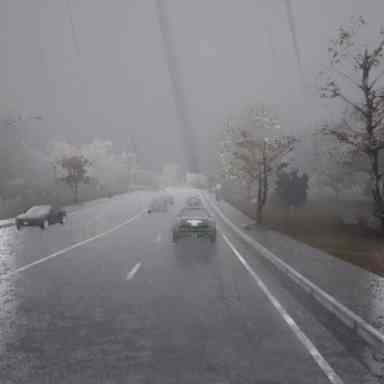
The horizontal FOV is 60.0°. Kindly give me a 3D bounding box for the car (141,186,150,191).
[{"bbox_3d":[-10.424,-0.548,74.341,1.812,1.442,4.674,0,2,0],"label":"car"}]

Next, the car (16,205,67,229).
[{"bbox_3d":[-10.568,1.696,23.670,1.882,1.535,5.008,0,0,0],"label":"car"}]

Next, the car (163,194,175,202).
[{"bbox_3d":[-3.449,1.025,45.466,2.033,1.411,5.357,0,2,0],"label":"car"}]

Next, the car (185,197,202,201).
[{"bbox_3d":[0.140,1.304,38.524,2.033,1.411,5.357,0,2,0],"label":"car"}]

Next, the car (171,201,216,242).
[{"bbox_3d":[0.120,1.553,17.676,2.097,1.767,4.553,0,-1,0],"label":"car"}]

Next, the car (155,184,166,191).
[{"bbox_3d":[-6.924,-0.845,74.295,2.150,2.045,5.566,0,2,0],"label":"car"}]

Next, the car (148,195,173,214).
[{"bbox_3d":[-3.465,1.463,34.594,2.033,1.411,5.357,0,2,0],"label":"car"}]
